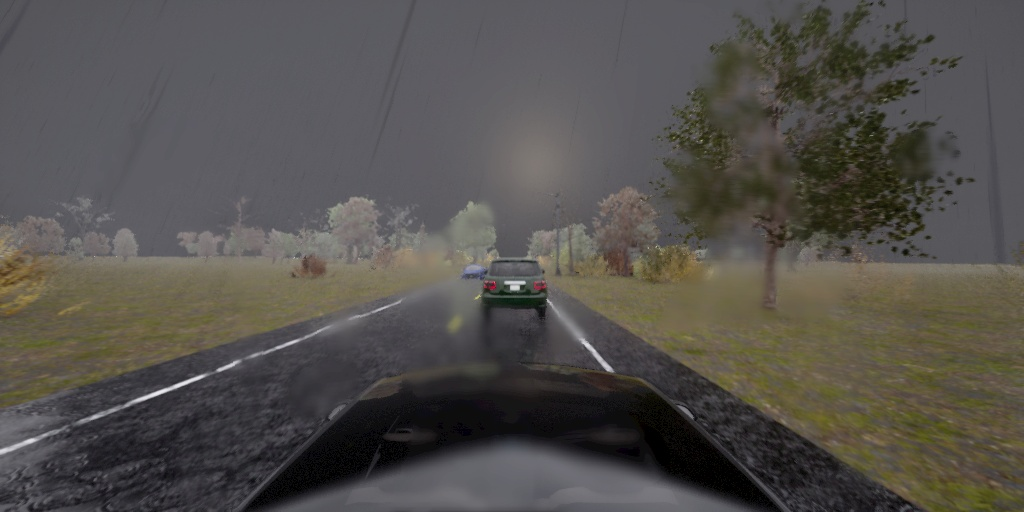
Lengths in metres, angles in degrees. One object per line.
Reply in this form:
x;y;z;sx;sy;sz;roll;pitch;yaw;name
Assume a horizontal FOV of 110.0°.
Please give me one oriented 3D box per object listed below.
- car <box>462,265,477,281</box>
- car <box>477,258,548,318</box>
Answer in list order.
-3.584;1.558;34.186;1.882;1.535;5.008;0;-1;0;car
0.098;1.094;13.643;2.150;2.045;5.566;0;-1;0;car
